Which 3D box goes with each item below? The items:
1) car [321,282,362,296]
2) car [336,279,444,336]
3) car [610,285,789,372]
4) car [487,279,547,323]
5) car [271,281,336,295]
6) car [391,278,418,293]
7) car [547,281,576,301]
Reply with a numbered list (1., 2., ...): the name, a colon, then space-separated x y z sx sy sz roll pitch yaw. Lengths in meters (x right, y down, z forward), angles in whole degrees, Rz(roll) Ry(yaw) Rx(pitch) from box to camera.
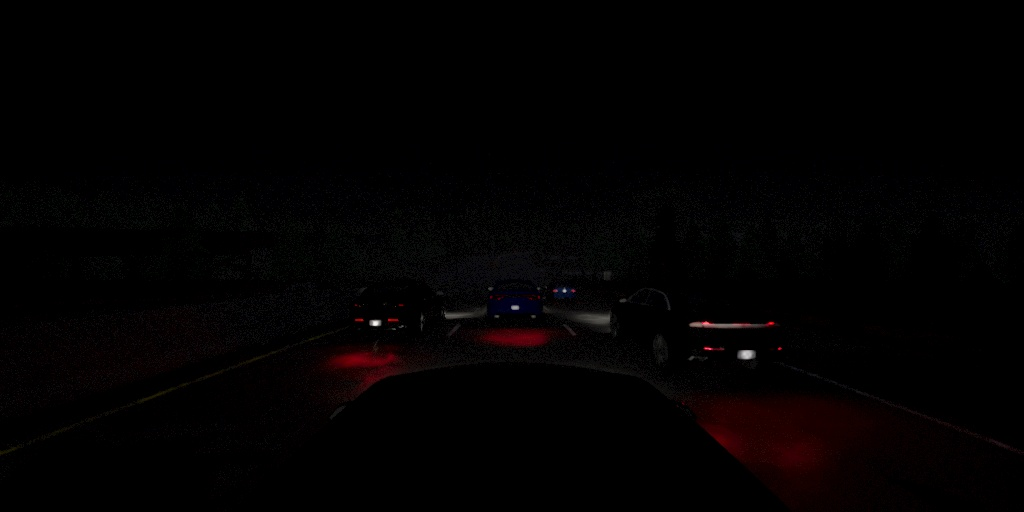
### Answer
1. car: -17.509 3.385 37.114 1.895 1.301 4.718 0 -4 0
2. car: -3.399 1.514 11.351 1.837 1.490 4.892 0 -2 0
3. car: 3.600 1.372 7.929 2.128 1.511 4.902 0 -2 0
4. car: 0.101 1.627 13.896 1.882 1.535 5.008 0 -3 0
5. car: -10.579 2.002 18.754 1.812 1.442 4.674 0 -4 0
6. car: -13.991 3.846 47.049 2.097 1.767 4.553 0 -4 0
7. car: 3.603 2.618 27.112 2.033 1.411 5.357 0 -4 0
